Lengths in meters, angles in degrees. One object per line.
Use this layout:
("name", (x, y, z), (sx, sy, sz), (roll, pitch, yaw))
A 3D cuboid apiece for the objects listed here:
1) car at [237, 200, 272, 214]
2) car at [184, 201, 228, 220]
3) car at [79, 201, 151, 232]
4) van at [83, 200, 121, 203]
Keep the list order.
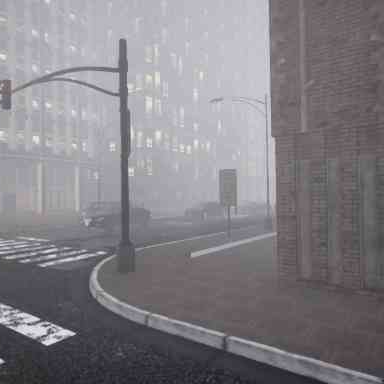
("car", (7.255, 1.707, 37.514), (1.895, 1.301, 4.718), (-1, -1, 36))
("car", (1.297, 1.563, 29.228), (1.882, 1.535, 5.008), (-1, -1, 36))
("car", (-4.633, 1.557, 20.983), (2.128, 1.511, 4.902), (-1, -1, 34))
("van", (-6.008, 1.460, 23.498), (1.690, 1.788, 3.998), (-2, -1, 36))
